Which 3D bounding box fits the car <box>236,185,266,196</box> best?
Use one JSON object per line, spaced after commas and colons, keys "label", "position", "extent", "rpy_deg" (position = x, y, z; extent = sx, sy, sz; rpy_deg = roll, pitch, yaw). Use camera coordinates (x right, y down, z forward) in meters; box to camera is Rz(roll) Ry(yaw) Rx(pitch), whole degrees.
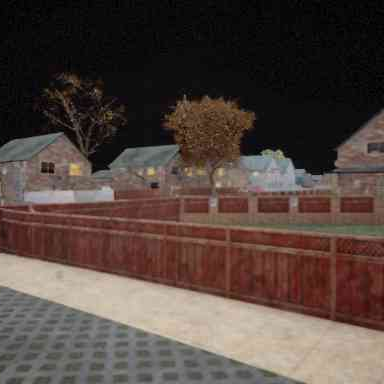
{"label": "car", "position": [8.261, 0.024, 46.103], "extent": [2.150, 2.045, 5.566], "rpy_deg": [2, 2, 39]}
